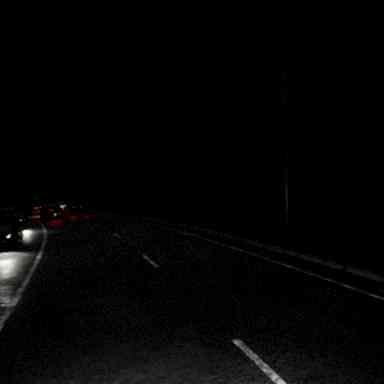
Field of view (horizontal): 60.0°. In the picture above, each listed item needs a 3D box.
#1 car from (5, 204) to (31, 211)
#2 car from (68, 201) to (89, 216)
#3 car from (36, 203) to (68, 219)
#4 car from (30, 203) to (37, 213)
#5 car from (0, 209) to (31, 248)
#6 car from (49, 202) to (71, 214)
[{"bbox_3d":[-13.478,1.892,25.172,1.882,1.535,5.008,-2,0,-27],"label":"car"},{"bbox_3d":[-14.199,1.878,40.745,2.097,1.767,4.553,-2,0,-34],"label":"car"},{"bbox_3d":[-14.919,2.026,35.294,1.837,1.490,4.892,-2,0,-31],"label":"car"},{"bbox_3d":[-21.242,2.283,44.820,1.837,1.490,4.892,-2,0,-36],"label":"car"},{"bbox_3d":[-9.069,1.766,15.679,2.033,1.411,5.357,-2,0,-23],"label":"car"},{"bbox_3d":[-19.018,2.241,47.700,1.812,1.442,4.674,-2,0,-37],"label":"car"}]
